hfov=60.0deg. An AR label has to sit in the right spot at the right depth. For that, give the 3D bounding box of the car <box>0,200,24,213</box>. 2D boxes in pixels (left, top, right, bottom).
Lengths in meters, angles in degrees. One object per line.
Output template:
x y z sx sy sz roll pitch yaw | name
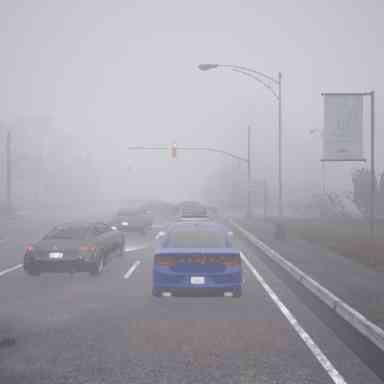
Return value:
-21.103 1.564 36.739 4.181 1.385 1.994 0 0 1 | car

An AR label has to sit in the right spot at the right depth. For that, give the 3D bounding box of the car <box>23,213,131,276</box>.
-3.395 1.564 10.385 1.994 1.385 4.181 0 0 1 | car

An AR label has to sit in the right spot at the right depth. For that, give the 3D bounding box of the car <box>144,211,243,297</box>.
0.112 1.478 8.611 1.882 1.535 5.008 0 0 0 | car

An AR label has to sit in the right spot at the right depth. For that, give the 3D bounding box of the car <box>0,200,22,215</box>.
-19.608 1.601 33.050 4.718 1.301 1.895 0 0 3 | car

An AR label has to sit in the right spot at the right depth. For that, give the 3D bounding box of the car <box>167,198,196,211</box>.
0.237 1.525 31.897 4.674 1.442 1.812 0 0 3 | car

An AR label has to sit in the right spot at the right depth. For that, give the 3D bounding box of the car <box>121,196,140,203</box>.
-10.503 1.491 55.436 2.128 1.511 4.902 0 0 0 | car

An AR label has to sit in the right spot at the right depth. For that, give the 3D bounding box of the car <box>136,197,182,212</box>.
-3.406 1.564 35.615 4.181 1.385 1.994 0 0 3 | car

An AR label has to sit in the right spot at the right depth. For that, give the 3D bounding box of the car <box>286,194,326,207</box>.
14.784 1.221 41.791 5.566 2.045 2.150 0 0 2 | car

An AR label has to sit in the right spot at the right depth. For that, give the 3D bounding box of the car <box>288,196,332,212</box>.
14.071 1.478 38.306 5.008 1.535 1.882 0 0 3 | car

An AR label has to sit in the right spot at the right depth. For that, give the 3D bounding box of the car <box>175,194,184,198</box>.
-3.372 1.349 85.969 2.097 1.767 4.553 0 0 0 | car

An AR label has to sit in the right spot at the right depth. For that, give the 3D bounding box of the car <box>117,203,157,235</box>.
-3.373 1.564 18.768 1.994 1.385 4.181 0 0 0 | car

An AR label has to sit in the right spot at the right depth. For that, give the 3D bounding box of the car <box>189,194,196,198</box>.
0.127 1.533 85.577 2.033 1.411 5.357 0 0 0 | car

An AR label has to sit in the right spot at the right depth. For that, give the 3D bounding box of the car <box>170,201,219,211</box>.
0.127 1.491 18.110 2.128 1.511 4.902 0 0 0 | car

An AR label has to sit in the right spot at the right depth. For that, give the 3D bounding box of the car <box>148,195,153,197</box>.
-10.389 1.524 74.392 1.812 1.442 4.674 0 0 0 | car
